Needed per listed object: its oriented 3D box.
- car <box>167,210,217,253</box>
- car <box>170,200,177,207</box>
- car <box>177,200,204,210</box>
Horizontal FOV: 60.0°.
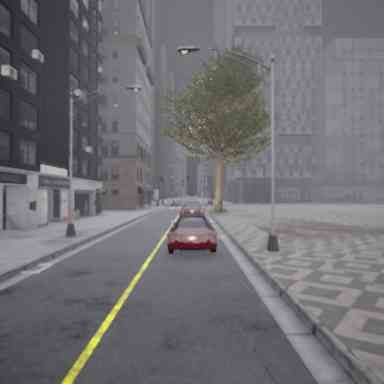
[{"bbox_3d":[0.012,1.699,14.300,1.994,1.385,4.181,0,0,0],"label":"car"},{"bbox_3d":[-2.964,2.160,62.436,1.994,1.385,4.181,0,-1,0],"label":"car"},{"bbox_3d":[0.019,1.623,29.075,2.097,1.767,4.553,0,-1,0],"label":"car"}]
